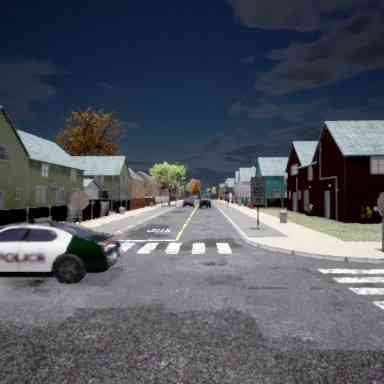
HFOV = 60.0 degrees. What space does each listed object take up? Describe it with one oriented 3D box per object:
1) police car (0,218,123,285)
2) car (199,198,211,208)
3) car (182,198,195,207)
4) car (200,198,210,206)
[{"bbox_3d":[-4.501,1.530,9.025,4.974,1.542,2.038,0,-1,1],"label":"police car"},{"bbox_3d":[2.022,1.699,51.132,1.837,1.490,4.892,0,0,2],"label":"car"},{"bbox_3d":[-0.543,1.778,55.824,2.033,1.411,5.357,0,0,2],"label":"car"},{"bbox_3d":[2.434,1.795,61.544,1.812,1.442,4.674,0,0,2],"label":"car"}]
